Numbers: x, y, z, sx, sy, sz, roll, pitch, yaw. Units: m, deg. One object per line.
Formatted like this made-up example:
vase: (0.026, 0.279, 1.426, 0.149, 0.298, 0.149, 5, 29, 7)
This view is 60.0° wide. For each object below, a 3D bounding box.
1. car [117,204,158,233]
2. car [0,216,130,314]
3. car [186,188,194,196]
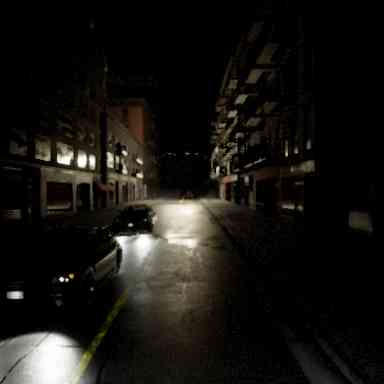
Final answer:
car: (-2.948, 1.365, 17.960, 1.994, 1.385, 4.181, 0, 1, 0)
car: (-2.882, 1.486, 7.455, 1.994, 1.385, 4.181, 0, 1, 1)
car: (-0.572, 0.343, 86.815, 2.128, 1.511, 4.902, 0, 1, 0)
